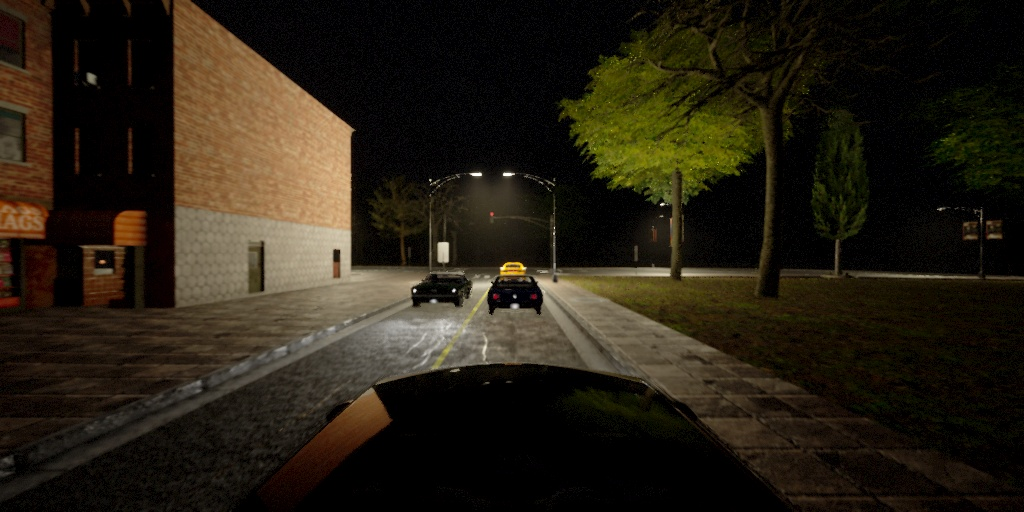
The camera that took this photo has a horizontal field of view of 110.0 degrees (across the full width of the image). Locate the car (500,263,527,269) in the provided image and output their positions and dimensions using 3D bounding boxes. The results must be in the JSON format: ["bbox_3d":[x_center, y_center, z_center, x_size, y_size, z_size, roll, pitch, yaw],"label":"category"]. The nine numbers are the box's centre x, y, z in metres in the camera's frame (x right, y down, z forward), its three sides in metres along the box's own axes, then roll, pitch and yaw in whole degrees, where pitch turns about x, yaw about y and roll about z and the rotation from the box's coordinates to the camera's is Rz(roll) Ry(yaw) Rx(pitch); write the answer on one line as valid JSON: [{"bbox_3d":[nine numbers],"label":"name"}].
[{"bbox_3d":[0.098,1.265,27.500,1.882,1.535,5.008,0,0,1],"label":"car"}]

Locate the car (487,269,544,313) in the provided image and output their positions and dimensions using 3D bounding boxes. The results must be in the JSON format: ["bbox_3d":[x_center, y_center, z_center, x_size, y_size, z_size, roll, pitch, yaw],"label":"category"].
[{"bbox_3d":[0.099,1.353,13.880,1.895,1.301,4.718,0,0,0],"label":"car"}]

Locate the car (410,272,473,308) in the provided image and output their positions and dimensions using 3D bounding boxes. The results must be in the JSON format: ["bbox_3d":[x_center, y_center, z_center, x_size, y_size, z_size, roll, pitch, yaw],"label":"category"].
[{"bbox_3d":[-2.842,1.354,15.287,1.895,1.301,4.718,0,0,0],"label":"car"}]
